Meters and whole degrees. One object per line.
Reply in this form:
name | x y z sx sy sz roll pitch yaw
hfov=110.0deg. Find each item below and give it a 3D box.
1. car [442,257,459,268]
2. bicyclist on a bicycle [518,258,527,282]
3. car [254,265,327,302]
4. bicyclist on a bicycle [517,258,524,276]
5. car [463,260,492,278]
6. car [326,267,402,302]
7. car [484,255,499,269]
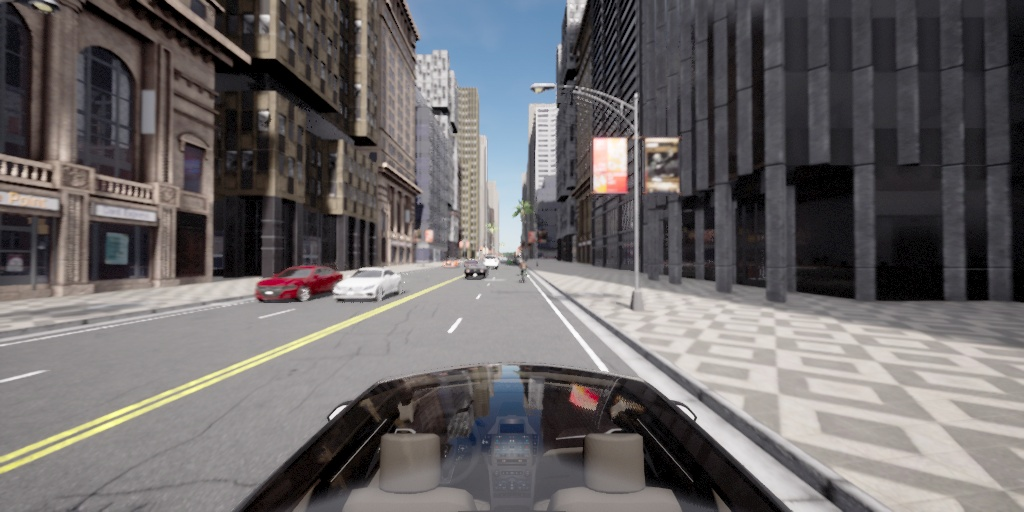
car | -9.815 1.025 57.757 2.097 1.767 4.553 0 0 1
bicyclist on a bicycle | 0.889 1.184 26.637 0.582 1.620 1.656 0 0 0
car | -9.853 1.219 17.050 1.882 1.535 5.008 0 0 0
bicyclist on a bicycle | 0.886 1.093 36.043 0.659 1.776 1.843 0 0 0
car | -3.158 1.327 32.922 1.895 1.301 4.718 0 0 0
car | -6.603 1.267 17.012 1.812 1.442 4.674 0 0 0
car | -3.163 0.904 54.723 2.150 2.045 5.566 0 0 0
